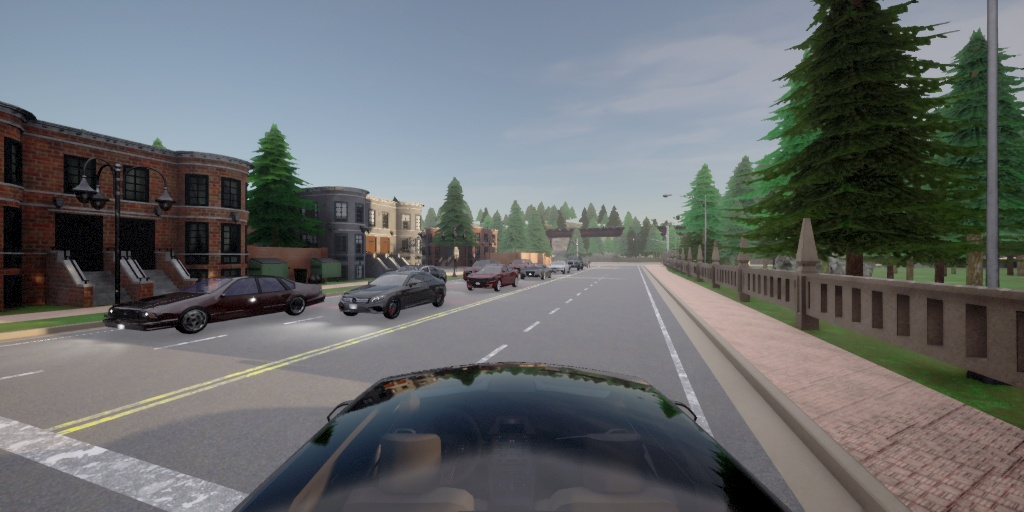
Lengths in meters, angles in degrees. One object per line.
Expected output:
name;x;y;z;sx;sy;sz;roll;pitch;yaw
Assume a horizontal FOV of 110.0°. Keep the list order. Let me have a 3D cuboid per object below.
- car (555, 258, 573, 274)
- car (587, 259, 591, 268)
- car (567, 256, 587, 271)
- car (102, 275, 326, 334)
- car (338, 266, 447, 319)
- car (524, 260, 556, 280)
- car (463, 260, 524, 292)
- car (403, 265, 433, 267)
car;5.409;1.276;40.971;1.812;1.442;4.674;0;0;19
car;12.255;1.255;61.013;1.837;1.490;4.892;0;0;19
car;8.775;0.971;50.844;2.150;2.045;5.566;0;0;19
car;-8.467;1.297;11.066;2.033;1.411;5.357;0;0;19
car;-4.072;1.276;13.111;1.812;1.442;4.674;0;0;19
car;2.168;1.314;31.422;1.994;1.385;4.181;0;0;20
car;-1.067;1.228;21.942;1.882;1.535;5.008;0;0;19
car;-5.417;1.242;20.040;2.128;1.511;4.902;0;0;18
